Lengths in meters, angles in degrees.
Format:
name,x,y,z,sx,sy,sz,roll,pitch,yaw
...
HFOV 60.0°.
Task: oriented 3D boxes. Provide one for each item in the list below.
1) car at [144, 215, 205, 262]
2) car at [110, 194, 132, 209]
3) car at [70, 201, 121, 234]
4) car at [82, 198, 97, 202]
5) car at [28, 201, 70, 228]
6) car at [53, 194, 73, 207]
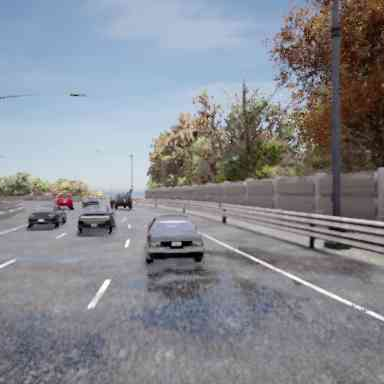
name,x,y,z,sx,sy,sz,roll,pitch,yaw
car,-0.749,1.550,12.127,2.033,1.411,5.357,0,0,-7
car,-9.576,1.255,44.625,2.150,2.045,5.566,0,0,-23
car,-5.507,1.511,19.660,2.128,1.511,4.902,0,0,-10
car,-14.016,1.554,45.866,1.837,1.490,4.892,0,0,-25
car,-9.673,1.560,22.423,1.812,1.442,4.674,0,0,-13
car,-17.395,1.283,44.948,2.150,2.045,5.566,0,0,-25
